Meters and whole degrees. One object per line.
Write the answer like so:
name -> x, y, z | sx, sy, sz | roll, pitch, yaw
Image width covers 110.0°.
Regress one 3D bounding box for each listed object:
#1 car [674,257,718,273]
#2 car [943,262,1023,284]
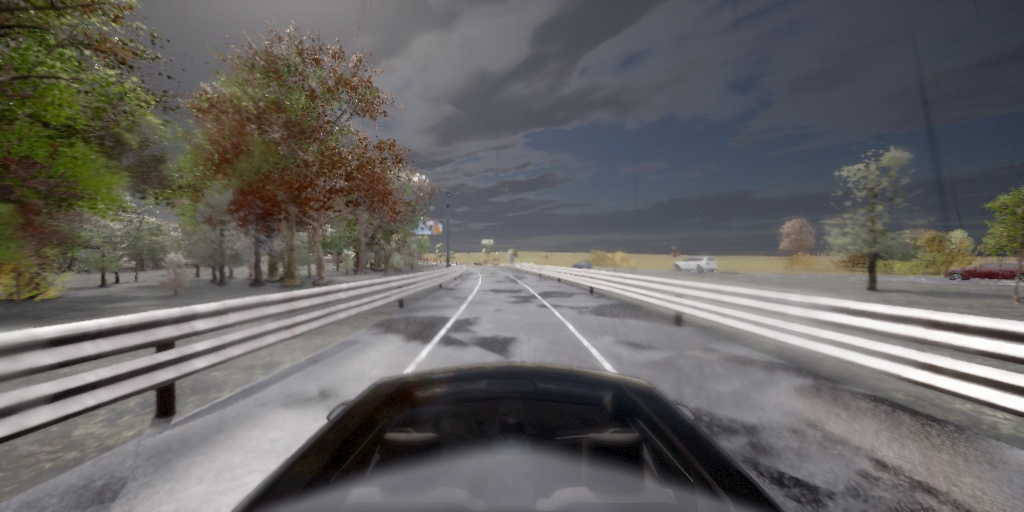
car -> 24.057, 1.156, 47.170 | 2.150, 2.045, 5.566 | 0, -1, -25
car -> 34.087, 1.126, 25.345 | 1.812, 1.442, 4.674 | 0, -1, -25
